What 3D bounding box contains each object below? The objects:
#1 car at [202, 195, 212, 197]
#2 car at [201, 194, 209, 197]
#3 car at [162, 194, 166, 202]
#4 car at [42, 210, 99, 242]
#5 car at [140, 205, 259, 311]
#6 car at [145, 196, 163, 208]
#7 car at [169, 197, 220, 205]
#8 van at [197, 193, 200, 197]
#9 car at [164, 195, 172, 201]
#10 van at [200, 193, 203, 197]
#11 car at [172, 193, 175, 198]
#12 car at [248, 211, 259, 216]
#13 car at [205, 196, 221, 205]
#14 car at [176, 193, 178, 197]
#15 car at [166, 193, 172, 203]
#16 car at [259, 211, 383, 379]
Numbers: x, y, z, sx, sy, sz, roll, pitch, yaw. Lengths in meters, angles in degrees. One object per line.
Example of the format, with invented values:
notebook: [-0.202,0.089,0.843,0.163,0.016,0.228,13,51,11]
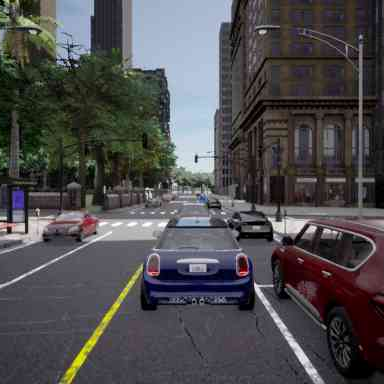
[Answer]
car: [2.764,1.556,48.154,1.947,1.339,4.313,0,0,0]
car: [2.764,1.513,53.744,1.752,1.417,4.829,0,0,0]
car: [-5.762,1.427,53.594,1.967,1.590,4.097,0,0,0]
car: [-5.765,1.583,16.315,1.802,1.307,4.206,0,0,0]
car: [0.103,1.353,7.946,2.097,1.767,4.553,0,0,0]
car: [-5.762,1.541,48.174,2.008,1.369,4.403,0,0,0]
car: [0.102,1.352,17.480,2.097,1.767,4.553,0,0,0]
van: [2.766,1.303,80.676,1.690,1.788,3.998,0,0,0]
car: [-5.758,1.487,80.527,1.752,1.417,4.829,0,0,0]
van: [2.764,1.325,58.994,1.690,1.788,3.998,0,0,0]
car: [-5.760,1.283,75.276,2.192,1.841,5.009,0,0,0]
car: [2.761,1.566,16.297,1.947,1.339,4.313,0,0,0]
car: [2.763,1.559,42.733,1.947,1.339,4.313,0,0,0]
car: [-5.758,1.263,91.537,2.192,1.841,5.009,0,0,0]
car: [-5.760,1.414,69.856,1.967,1.590,4.097,0,0,0]
car: [2.759,1.316,5.446,2.192,1.841,5.009,0,0,0]
